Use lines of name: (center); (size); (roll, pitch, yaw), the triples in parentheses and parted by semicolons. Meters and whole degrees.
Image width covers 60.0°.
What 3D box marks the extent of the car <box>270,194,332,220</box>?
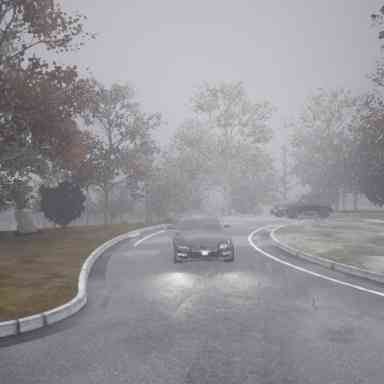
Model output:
car: (9.356, 1.221, 28.368); (5.566, 2.045, 2.150); (0, -1, -23)

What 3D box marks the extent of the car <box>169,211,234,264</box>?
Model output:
car: (0.196, 1.504, 12.011); (1.837, 1.490, 4.892); (-1, 0, -4)
